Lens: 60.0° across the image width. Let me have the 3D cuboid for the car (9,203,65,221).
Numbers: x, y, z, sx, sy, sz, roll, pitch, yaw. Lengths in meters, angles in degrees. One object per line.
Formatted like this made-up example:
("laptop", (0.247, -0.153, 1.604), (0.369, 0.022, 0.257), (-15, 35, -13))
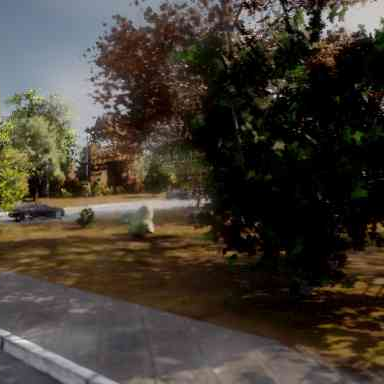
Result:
("car", (-14.290, 1.772, 30.904), (1.837, 1.490, 4.892), (-1, 0, 39))

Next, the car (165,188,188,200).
("car", (-2.624, 0.400, 62.141), (2.150, 2.045, 5.566), (-1, 2, 39))

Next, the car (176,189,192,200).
("car", (0.155, 0.672, 60.007), (2.033, 1.411, 5.357), (-1, 2, 39))
